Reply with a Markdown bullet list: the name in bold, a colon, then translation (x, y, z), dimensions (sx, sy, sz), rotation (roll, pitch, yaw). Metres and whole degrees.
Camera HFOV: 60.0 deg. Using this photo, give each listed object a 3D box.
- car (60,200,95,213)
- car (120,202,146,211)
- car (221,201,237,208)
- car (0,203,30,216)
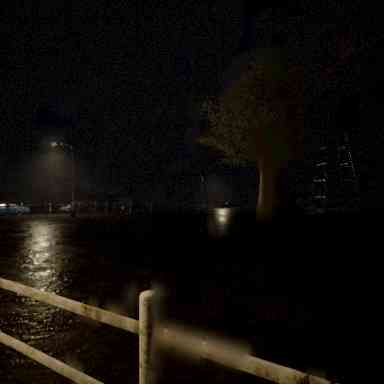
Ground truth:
- **car**: translation (-15.129, 1.911, 44.015), dimensions (2.097, 1.767, 4.553), rotation (-2, -2, 36)
- **car**: translation (-9.191, 2.258, 52.255), dimensions (1.812, 1.442, 4.674), rotation (-2, -2, 36)
- **car**: translation (7.734, 2.626, 69.478), dimensions (1.994, 1.385, 4.181), rotation (-2, -2, 36)
- **car**: translation (-20.669, 1.950, 36.309), dimensions (2.033, 1.411, 5.357), rotation (-2, -2, 35)
